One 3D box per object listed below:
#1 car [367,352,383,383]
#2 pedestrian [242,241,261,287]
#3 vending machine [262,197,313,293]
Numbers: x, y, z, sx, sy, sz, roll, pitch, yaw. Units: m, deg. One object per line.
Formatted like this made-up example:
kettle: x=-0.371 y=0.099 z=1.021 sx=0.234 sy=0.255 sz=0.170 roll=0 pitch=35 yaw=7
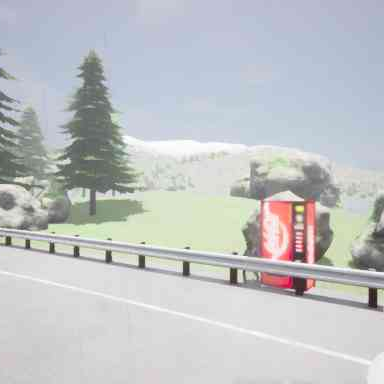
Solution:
car: x=3.349 y=1.525 z=1.435 sx=4.674 sy=1.442 sz=1.812 roll=0 pitch=0 yaw=37
pedestrian: x=1.448 y=1.294 z=8.105 sx=0.375 sy=1.860 sz=0.375 roll=0 pitch=0 yaw=34
vending machine: x=2.345 y=1.195 z=8.112 sx=0.880 sy=2.100 sz=1.100 roll=0 pitch=0 yaw=34
